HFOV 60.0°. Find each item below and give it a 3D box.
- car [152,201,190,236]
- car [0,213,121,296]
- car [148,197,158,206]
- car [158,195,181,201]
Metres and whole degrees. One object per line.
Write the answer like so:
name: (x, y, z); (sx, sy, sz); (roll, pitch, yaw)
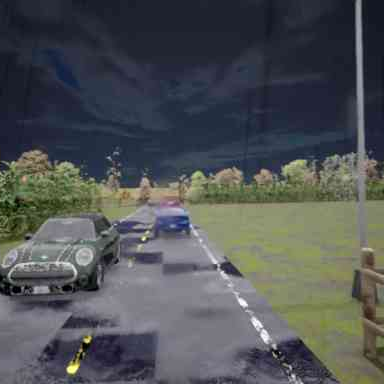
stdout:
car: (-1.139, 1.560, 19.208); (1.882, 1.535, 5.008); (-1, 0, -4)
car: (-3.280, 1.443, 9.128); (2.097, 1.767, 4.553); (-1, 0, -4)
car: (-6.801, 1.635, 59.828); (2.097, 1.767, 4.553); (-1, 0, -4)
car: (-2.418, 1.373, 37.658); (2.150, 2.045, 5.566); (-1, 0, -4)
